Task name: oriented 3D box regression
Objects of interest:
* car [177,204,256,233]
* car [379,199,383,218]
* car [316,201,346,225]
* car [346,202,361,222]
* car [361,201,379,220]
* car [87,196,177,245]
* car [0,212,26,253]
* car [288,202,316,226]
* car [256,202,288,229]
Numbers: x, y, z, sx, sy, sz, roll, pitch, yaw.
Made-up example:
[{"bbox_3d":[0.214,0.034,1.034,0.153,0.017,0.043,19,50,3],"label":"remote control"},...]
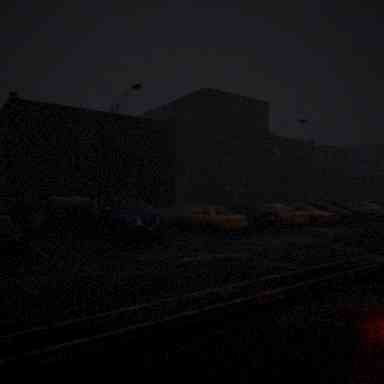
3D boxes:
[{"bbox_3d":[0.974,1.482,19.687,1.946,1.575,5.366,0,0,-36],"label":"car"},{"bbox_3d":[14.501,1.563,29.160,2.002,1.452,4.674,0,0,-36],"label":"car"},{"bbox_3d":[7.913,1.496,24.216,1.946,1.575,5.366,0,0,-36],"label":"car"},{"bbox_3d":[10.064,1.535,25.948,2.163,1.488,4.792,0,0,-36],"label":"car"},{"bbox_3d":[12.304,1.543,27.553,2.163,1.488,4.792,0,0,-36],"label":"car"},{"bbox_3d":[-3.376,1.232,16.295,2.435,2.045,5.566,0,0,-36],"label":"car"},{"bbox_3d":[-7.870,1.526,13.100,2.002,1.452,4.674,0,0,-36],"label":"car"},{"bbox_3d":[5.451,1.489,22.907,1.946,1.575,5.366,0,0,-36],"label":"car"},{"bbox_3d":[3.305,1.518,21.171,2.163,1.488,4.792,0,0,-36],"label":"car"}]
